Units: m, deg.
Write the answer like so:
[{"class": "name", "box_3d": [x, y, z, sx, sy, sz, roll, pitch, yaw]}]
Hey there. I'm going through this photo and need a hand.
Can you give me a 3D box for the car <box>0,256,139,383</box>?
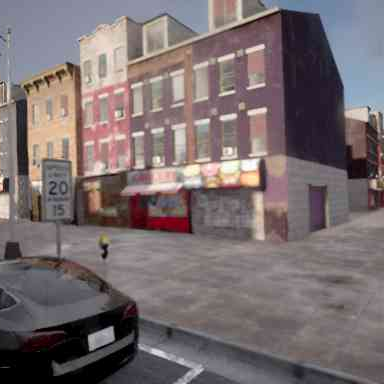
[{"class": "car", "box_3d": [-2.645, 1.593, 4.719, 4.313, 1.339, 1.947, -1, -2, 36]}]
